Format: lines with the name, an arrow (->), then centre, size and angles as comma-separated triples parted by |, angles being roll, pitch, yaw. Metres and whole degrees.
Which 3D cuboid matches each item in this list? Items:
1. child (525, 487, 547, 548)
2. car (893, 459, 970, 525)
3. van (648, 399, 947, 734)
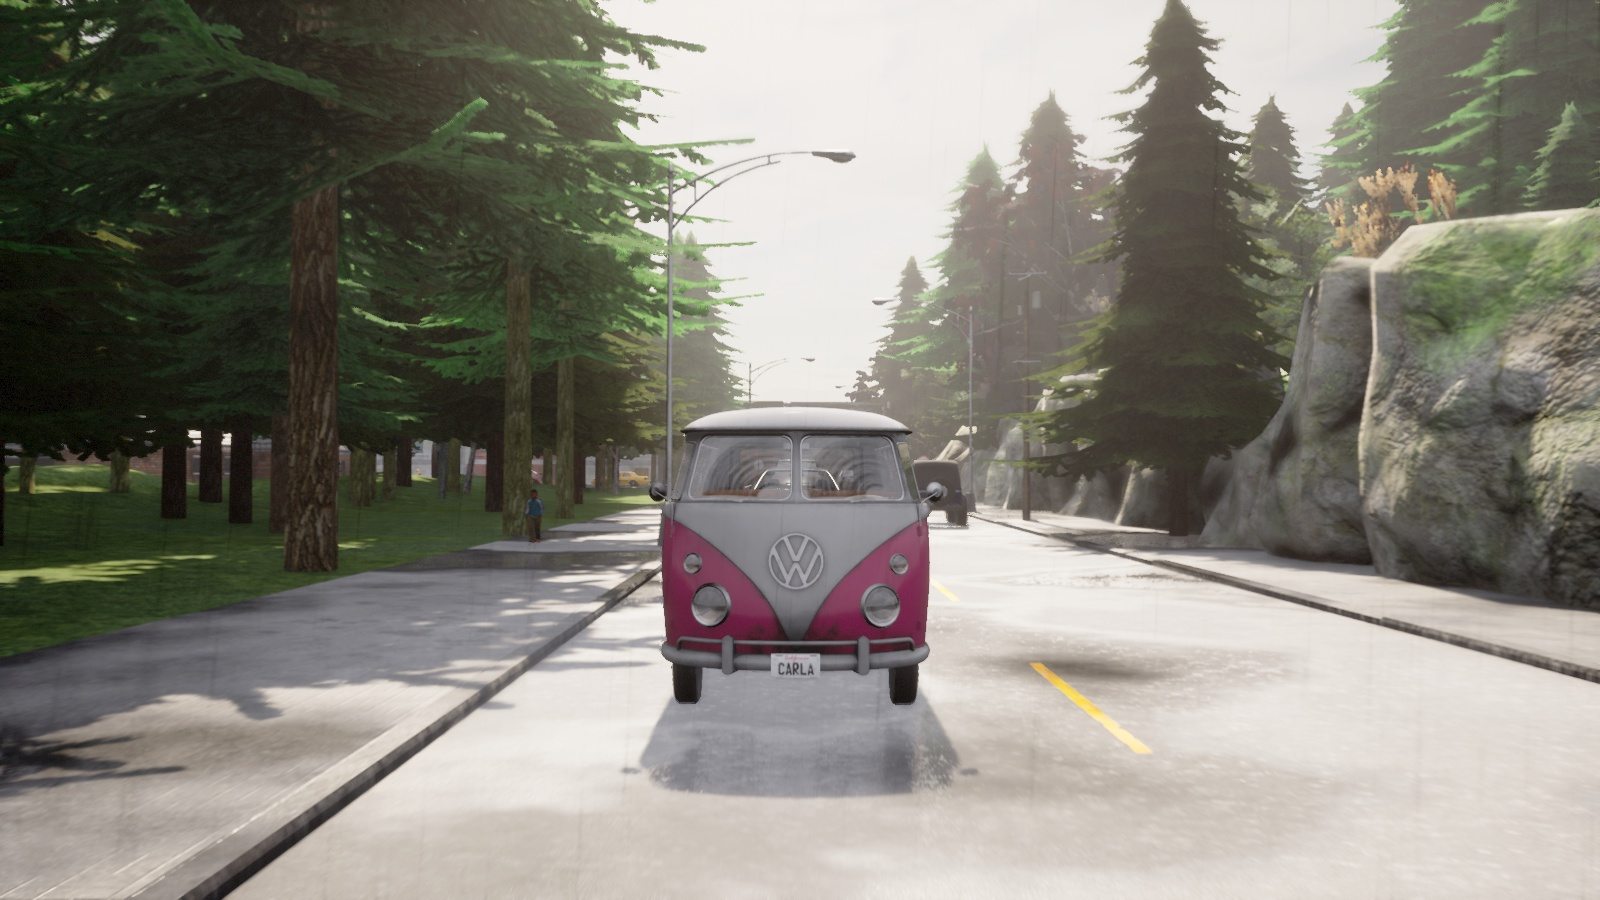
child -> -5.271, 1.346, 25.114 | 0.343, 1.192, 0.448 | 0, -1, 0
car -> 3.910, 1.228, 37.859 | 1.905, 1.878, 3.866 | 0, -1, 0
van -> -0.024, 0.731, 9.709 | 1.775, 1.987, 4.442 | 0, -1, 0
